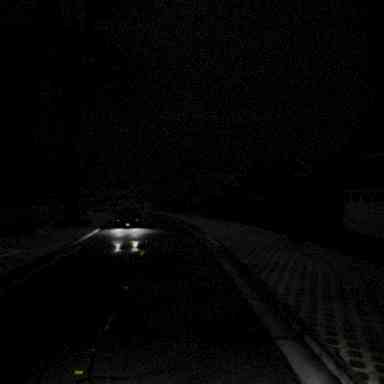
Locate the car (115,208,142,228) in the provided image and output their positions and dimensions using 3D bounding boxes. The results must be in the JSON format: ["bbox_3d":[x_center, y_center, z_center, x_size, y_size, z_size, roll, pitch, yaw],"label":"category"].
[{"bbox_3d":[-4.935,1.981,26.125,2.033,1.411,5.357,0,-1,-8],"label":"car"}]
